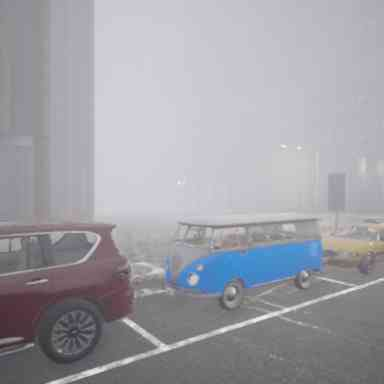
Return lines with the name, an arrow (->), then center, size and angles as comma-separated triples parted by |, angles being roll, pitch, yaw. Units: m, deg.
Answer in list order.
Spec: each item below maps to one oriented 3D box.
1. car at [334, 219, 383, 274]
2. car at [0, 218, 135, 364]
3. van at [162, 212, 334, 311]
car -> 5.626, 1.588, 10.736 | 4.829, 1.417, 1.752 | 0, -1, -36
car -> -3.200, 1.346, 4.376 | 5.009, 1.841, 2.192 | 0, -1, -36
van -> 1.282, 1.388, 7.607 | 3.998, 1.788, 1.690 | 0, -1, -36
